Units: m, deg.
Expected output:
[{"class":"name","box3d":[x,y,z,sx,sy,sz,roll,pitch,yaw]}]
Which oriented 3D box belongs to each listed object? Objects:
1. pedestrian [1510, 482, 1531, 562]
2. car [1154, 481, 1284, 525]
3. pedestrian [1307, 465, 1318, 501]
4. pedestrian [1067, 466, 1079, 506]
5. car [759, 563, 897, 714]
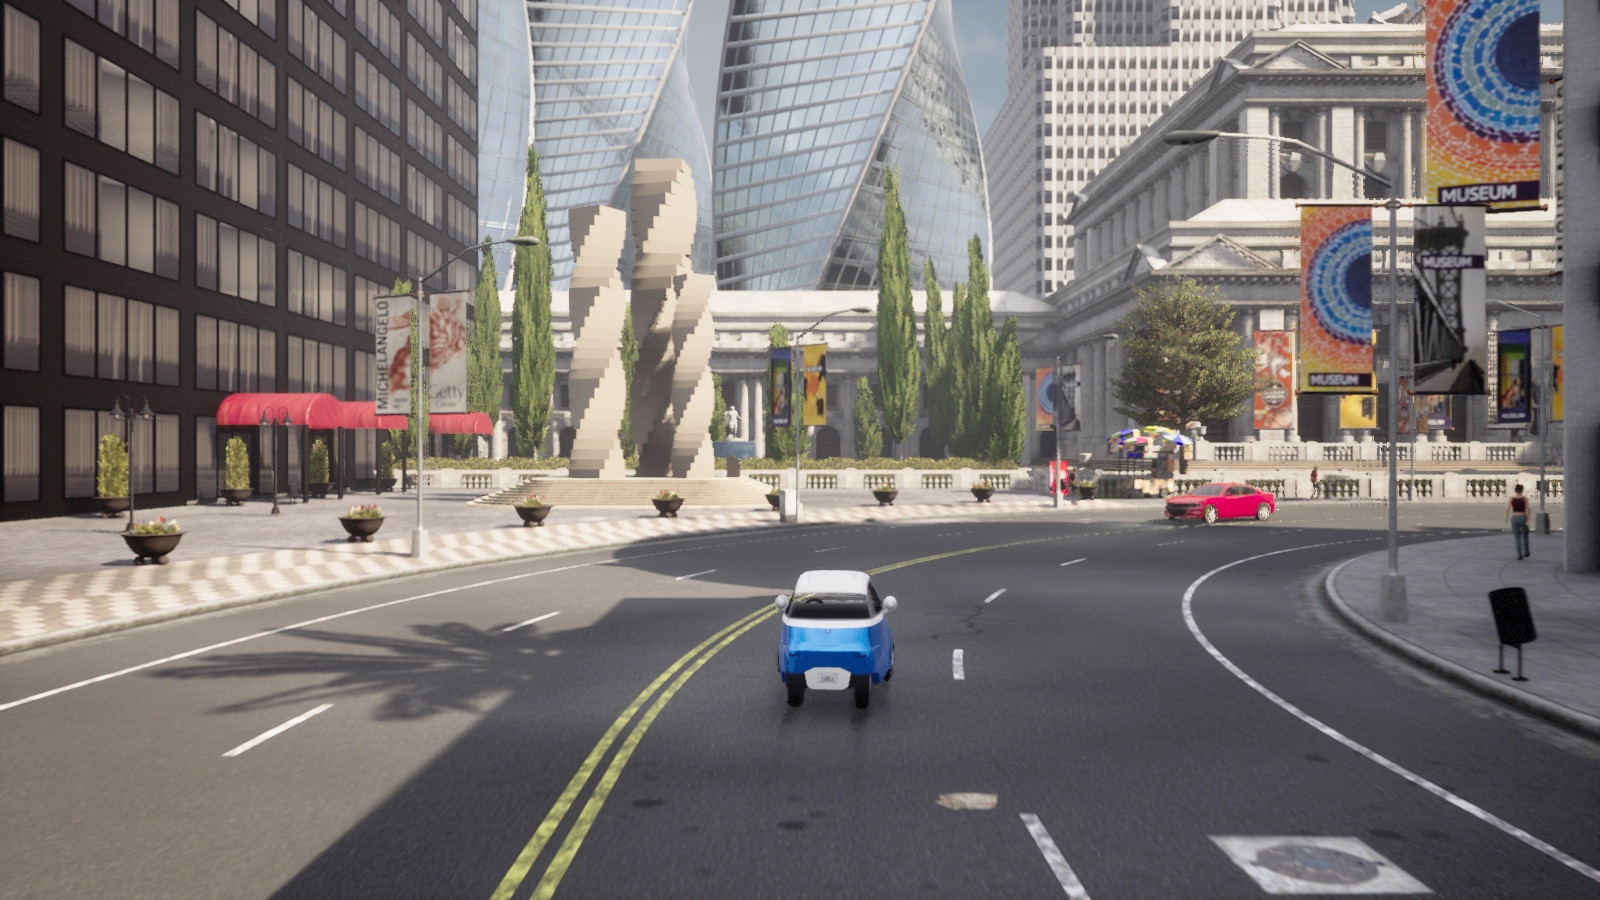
[{"class":"pedestrian","box3d":[17.153,1.701,27.204,0.375,1.860,0.375,0,0,39]},{"class":"car","box3d":[16.536,2.042,45.048,5.006,1.535,2.097,0,0,-30]},{"class":"pedestrian","box3d":[26.718,1.707,59.528,0.375,1.860,0.375,0,0,-11]},{"class":"pedestrian","box3d":[12.918,1.706,54.028,0.375,1.860,0.375,0,0,-30]},{"class":"car","box3d":[0.392,2.123,13.360,1.481,1.376,2.207,0,0,5]}]
